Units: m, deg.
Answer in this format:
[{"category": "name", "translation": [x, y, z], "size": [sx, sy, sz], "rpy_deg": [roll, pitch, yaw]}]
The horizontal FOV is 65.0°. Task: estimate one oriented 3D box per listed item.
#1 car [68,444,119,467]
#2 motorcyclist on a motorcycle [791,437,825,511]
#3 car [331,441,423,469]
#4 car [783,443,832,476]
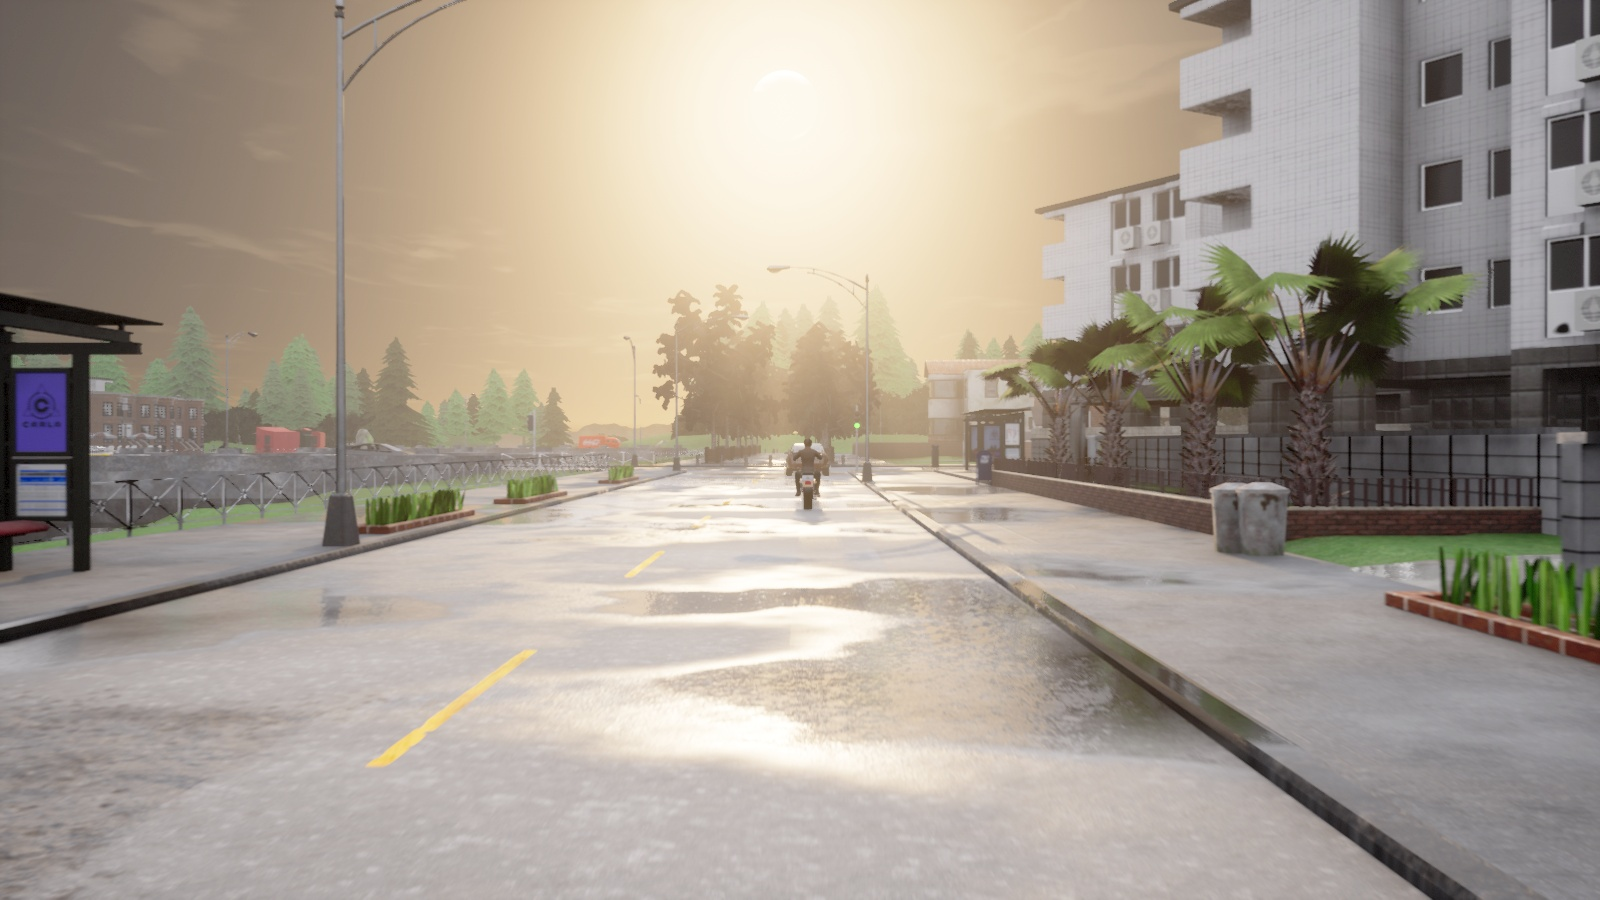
[{"category": "car", "translation": [-42.345, 0.344, 75.297], "size": [2.207, 1.376, 1.481], "rpy_deg": [0, 0, 0]}, {"category": "motorcyclist on a motorcycle", "translation": [0.183, 0.533, 29.081], "size": [0.766, 1.649, 2.350], "rpy_deg": [0, 0, 0]}, {"category": "car", "translation": [-23.976, 0.273, 71.239], "size": [4.514, 1.525, 2.007], "rpy_deg": [0, 0, 2]}, {"category": "car", "translation": [0.350, 0.418, 58.222], "size": [2.163, 1.488, 4.792], "rpy_deg": [0, 0, 0]}]
